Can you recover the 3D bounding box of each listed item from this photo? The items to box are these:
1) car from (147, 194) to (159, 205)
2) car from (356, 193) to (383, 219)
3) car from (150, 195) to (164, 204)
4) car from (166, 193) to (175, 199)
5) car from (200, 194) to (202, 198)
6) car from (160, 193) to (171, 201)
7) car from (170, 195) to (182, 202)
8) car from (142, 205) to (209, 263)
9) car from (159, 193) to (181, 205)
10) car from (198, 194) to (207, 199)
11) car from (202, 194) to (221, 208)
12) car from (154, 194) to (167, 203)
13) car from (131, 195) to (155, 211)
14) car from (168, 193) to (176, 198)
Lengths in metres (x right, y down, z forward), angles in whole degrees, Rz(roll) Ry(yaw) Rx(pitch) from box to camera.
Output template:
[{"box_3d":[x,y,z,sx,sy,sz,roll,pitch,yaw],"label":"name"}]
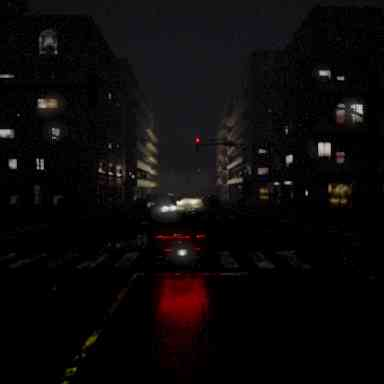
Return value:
[{"box_3d":[-5.716,1.275,43.012,1.752,1.417,4.829,0,0,0],"label":"car"},{"box_3d":[14.545,0.866,23.823,5.009,1.841,2.192,-1,2,-1],"label":"car"},{"box_3d":[-5.723,1.212,54.376,1.752,1.417,4.829,0,0,0],"label":"car"},{"box_3d":[-5.742,1.058,88.640,2.008,1.369,4.403,0,0,0],"label":"car"},{"box_3d":[2.661,1.157,48.870,1.967,1.590,4.097,0,0,0],"label":"car"},{"box_3d":[-5.732,1.035,71.594,1.967,1.590,4.097,0,0,0],"label":"car"},{"box_3d":[-3.058,1.238,64.079,1.895,1.301,4.718,0,0,0],"label":"car"},{"box_3d":[-0.679,1.430,11.714,1.837,1.490,4.892,0,1,-10],"label":"car"},{"box_3d":[-3.112,1.215,47.703,2.128,1.511,4.902,0,0,0],"label":"car"},{"box_3d":[2.641,1.087,82.965,2.008,1.369,4.403,0,0,0],"label":"car"},{"box_3d":[2.664,1.189,43.188,1.967,1.590,4.097,0,0,0],"label":"car"},{"box_3d":[-5.726,1.095,60.229,1.967,1.590,4.097,0,0,0],"label":"car"},{"box_3d":[-5.713,1.347,37.499,1.947,1.339,4.313,0,0,0],"label":"car"},{"box_3d":[-5.746,1.029,94.323,2.008,1.369,4.403,0,0,0],"label":"car"}]
